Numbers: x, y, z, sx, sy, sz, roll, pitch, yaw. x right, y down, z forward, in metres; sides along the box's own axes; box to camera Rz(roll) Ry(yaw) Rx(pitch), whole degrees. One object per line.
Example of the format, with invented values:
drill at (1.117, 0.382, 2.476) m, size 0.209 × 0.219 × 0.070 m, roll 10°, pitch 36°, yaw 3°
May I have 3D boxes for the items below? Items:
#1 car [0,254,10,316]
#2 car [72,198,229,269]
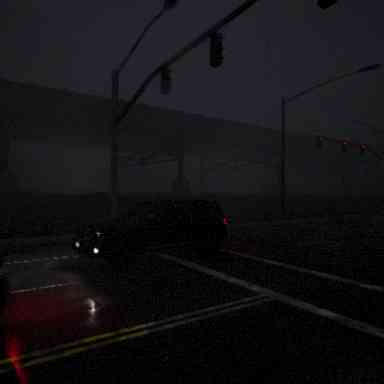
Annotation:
car at (-5.312, 1.466, 4.483) m, size 5.008 × 1.535 × 1.882 m, roll 0°, pitch 0°, yaw -36°
car at (-1.227, 1.259, 11.724) m, size 5.566 × 2.045 × 2.150 m, roll 0°, pitch 0°, yaw -36°
